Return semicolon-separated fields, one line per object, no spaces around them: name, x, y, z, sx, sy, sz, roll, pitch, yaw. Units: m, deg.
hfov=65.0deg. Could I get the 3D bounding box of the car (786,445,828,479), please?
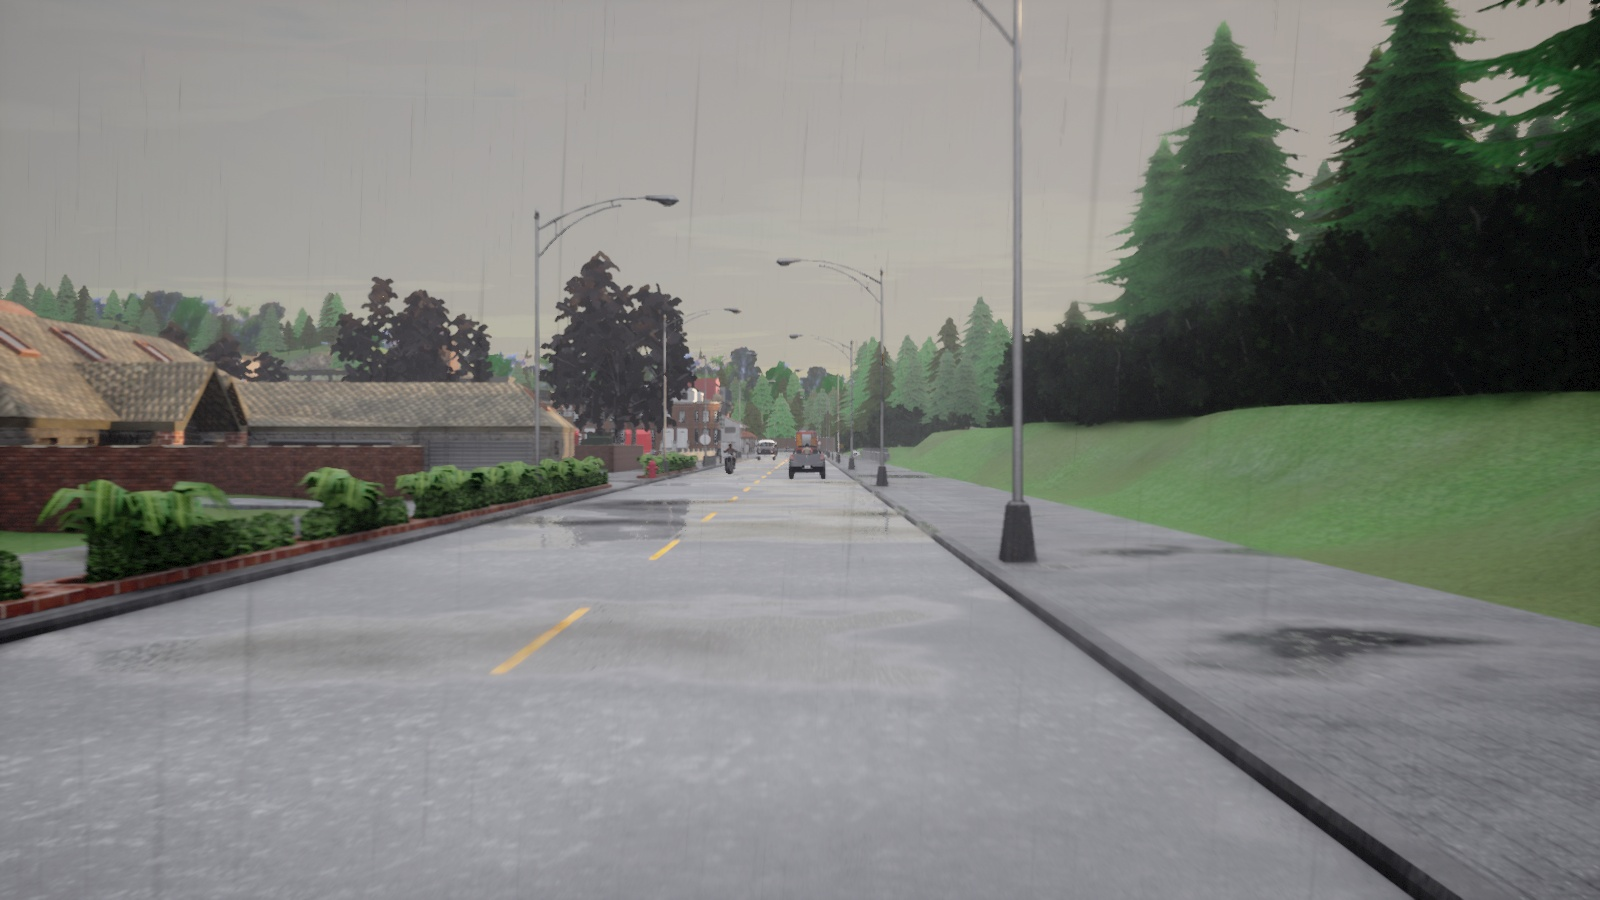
car;0.324;0.537;56.603;1.845;1.501;3.633;0;0;0
